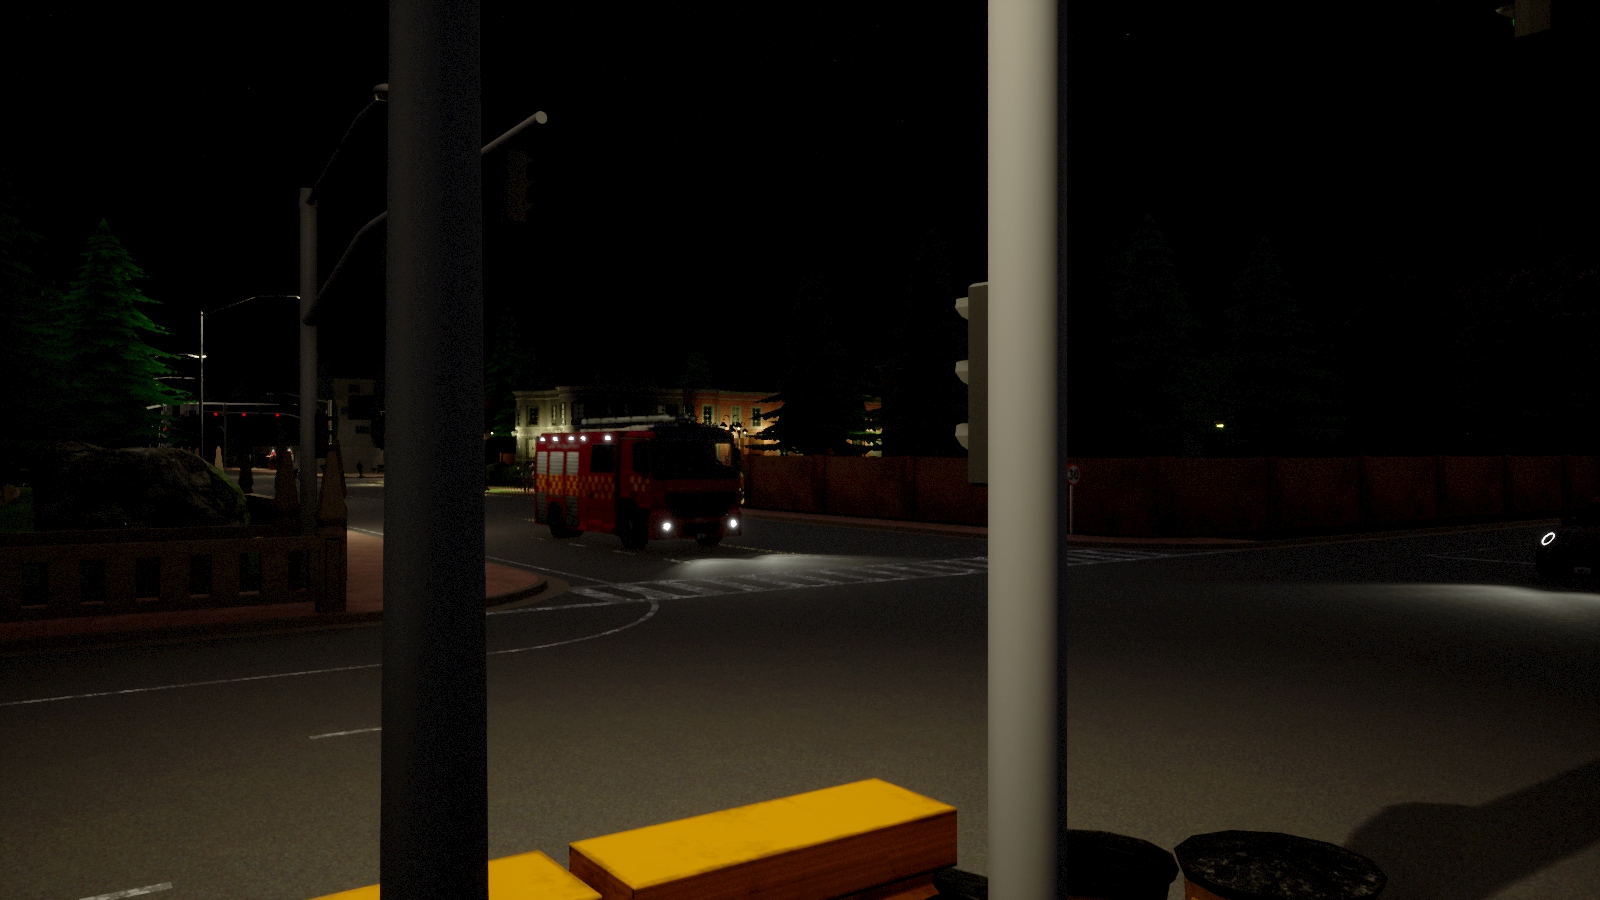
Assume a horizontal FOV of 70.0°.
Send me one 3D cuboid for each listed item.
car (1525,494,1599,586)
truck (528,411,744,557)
[{"bbox_3d":[18.010,1.906,24.946,4.553,1.767,2.097,0,0,-35],"label":"car"},{"bbox_3d":[-5.189,0.890,34.363,2.891,3.827,8.468,0,0,-35],"label":"truck"}]
